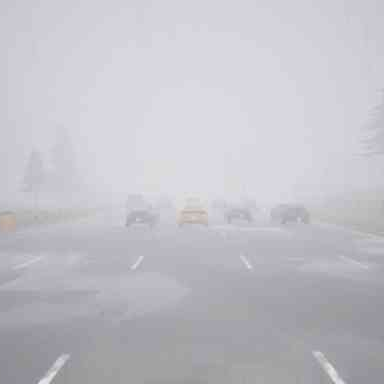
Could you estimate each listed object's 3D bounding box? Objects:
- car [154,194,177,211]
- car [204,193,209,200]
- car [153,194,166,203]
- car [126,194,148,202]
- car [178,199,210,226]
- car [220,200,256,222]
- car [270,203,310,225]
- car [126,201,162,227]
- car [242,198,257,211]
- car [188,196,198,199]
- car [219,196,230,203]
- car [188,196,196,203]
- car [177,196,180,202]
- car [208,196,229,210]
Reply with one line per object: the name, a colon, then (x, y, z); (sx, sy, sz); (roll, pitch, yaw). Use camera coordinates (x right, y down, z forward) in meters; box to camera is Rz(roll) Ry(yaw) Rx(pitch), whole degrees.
car: (-3.391, 1.445, 42.354); (2.097, 1.767, 4.553); (0, 0, 0)
car: (3.516, 1.637, 72.658); (1.882, 1.535, 5.008); (0, 0, 0)
car: (-6.984, 1.384, 72.274); (2.150, 2.045, 5.566); (0, 0, 0)
car: (-6.889, 1.314, 42.086); (2.150, 2.045, 5.566); (0, 0, 0)
car: (0.105, 1.530, 23.781); (1.882, 1.535, 5.008); (0, 0, 0)
car: (3.592, 1.584, 26.531); (1.812, 1.442, 4.674); (0, 0, 0)
car: (7.104, 1.559, 24.487); (1.837, 1.490, 4.892); (0, 0, 0)
car: (-3.409, 1.577, 23.356); (1.812, 1.442, 4.674); (0, 0, 0)
car: (7.109, 1.598, 42.688); (1.837, 1.490, 4.892); (0, 0, 0)
car: (0.109, 1.445, 42.370); (2.097, 1.767, 4.553); (0, 0, 0)
car: (7.016, 1.698, 72.240); (2.033, 1.411, 5.357); (0, 0, 0)
car: (0.016, 1.683, 72.242); (1.812, 1.442, 4.674); (0, 0, 0)
car: (-3.484, 1.683, 72.243); (1.812, 1.442, 4.674); (0, 0, 0)
car: (3.610, 1.575, 44.258); (1.882, 1.535, 5.008); (0, 0, 0)
